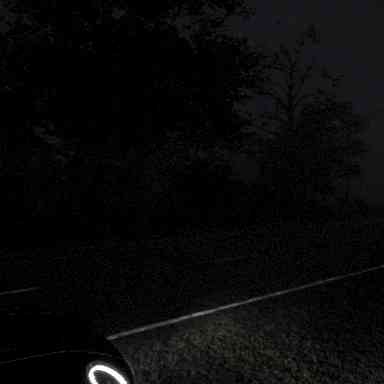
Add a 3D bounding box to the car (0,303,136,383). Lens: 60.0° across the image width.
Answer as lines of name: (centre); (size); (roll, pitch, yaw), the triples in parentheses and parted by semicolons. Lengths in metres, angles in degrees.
car: (-2.551, 1.353, 1.894); (4.553, 1.767, 2.097); (0, 0, -36)
